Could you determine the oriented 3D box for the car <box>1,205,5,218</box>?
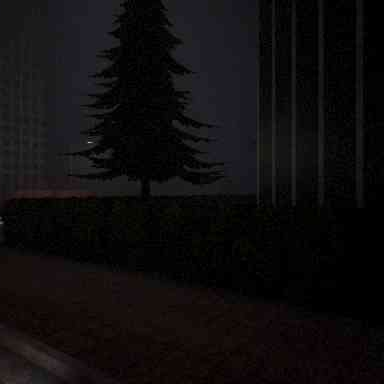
[{"bbox_3d":[-13.066,1.560,28.373,1.837,1.490,4.892,0,0,36],"label":"car"}]
